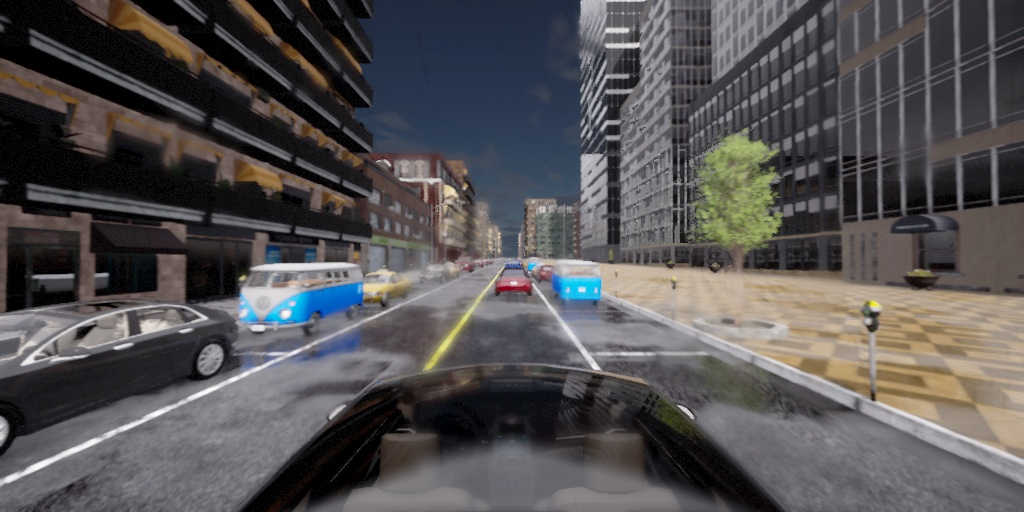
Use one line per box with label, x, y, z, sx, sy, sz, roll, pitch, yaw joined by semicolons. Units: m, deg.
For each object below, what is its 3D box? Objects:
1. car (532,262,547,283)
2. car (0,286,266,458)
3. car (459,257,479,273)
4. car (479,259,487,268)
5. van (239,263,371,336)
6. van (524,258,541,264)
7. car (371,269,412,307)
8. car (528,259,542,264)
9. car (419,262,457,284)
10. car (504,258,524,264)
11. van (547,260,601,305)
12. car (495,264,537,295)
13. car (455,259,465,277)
car;2.697;1.325;26.840;1.802;1.307;4.207;0;0;0
car;-5.689;1.300;4.564;2.007;1.370;4.403;0;0;0
car;-5.681;1.056;43.552;2.192;1.841;5.009;0;0;0
car;-5.678;1.285;60.261;1.888;1.381;4.507;0;0;0
van;-5.687;1.089;10.135;1.690;1.789;3.998;0;0;0
van;2.700;1.081;43.550;1.690;1.789;3.998;0;0;0
car;-5.686;1.272;15.534;1.751;1.417;4.829;0;0;0
car;2.698;1.267;32.579;1.751;1.417;4.829;0;0;0
car;-5.684;1.295;26.842;2.007;1.370;4.403;0;0;0
car;0.109;1.218;41.777;1.882;1.535;5.008;0;0;0
van;2.695;1.087;15.702;1.690;1.789;3.998;0;0;0
car;0.101;1.310;19.799;1.994;1.385;4.181;0;0;0
car;-5.683;1.268;32.243;1.751;1.417;4.829;0;0;0
